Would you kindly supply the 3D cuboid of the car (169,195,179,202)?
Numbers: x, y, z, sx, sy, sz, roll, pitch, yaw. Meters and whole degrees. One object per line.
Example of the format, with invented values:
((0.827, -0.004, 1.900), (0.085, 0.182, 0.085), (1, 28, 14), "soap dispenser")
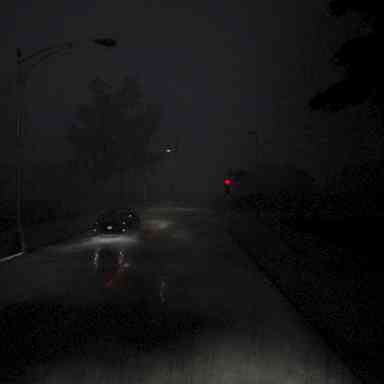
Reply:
((-3.985, 1.538, 73.916), (1.837, 1.490, 4.892), (0, 0, 0), "car")

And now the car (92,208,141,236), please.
((-4.043, 1.575, 18.327), (1.994, 1.385, 4.181), (0, 0, 1), "car")

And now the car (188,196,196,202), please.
((0.015, 1.484, 75.273), (1.895, 1.301, 4.718), (0, 0, 0), "car")
